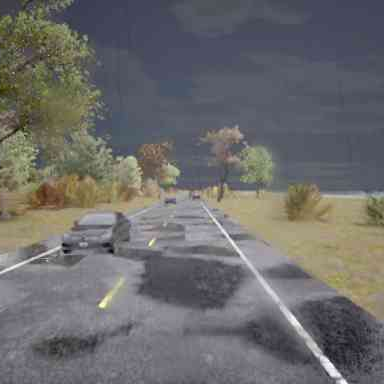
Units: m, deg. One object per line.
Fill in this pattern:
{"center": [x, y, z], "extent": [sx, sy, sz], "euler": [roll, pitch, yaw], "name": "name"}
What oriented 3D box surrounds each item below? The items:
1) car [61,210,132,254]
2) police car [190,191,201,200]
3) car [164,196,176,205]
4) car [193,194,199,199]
{"center": [-3.600, 1.477, 13.381], "extent": [1.812, 1.442, 4.674], "euler": [0, 0, 0], "name": "car"}
{"center": [1.048, 1.105, 80.649], "extent": [1.930, 1.638, 5.238], "euler": [0, 0, 0], "name": "police car"}
{"center": [-3.552, 1.336, 54.937], "extent": [2.033, 1.411, 5.357], "euler": [0, 0, 1], "name": "car"}
{"center": [1.058, 1.161, 90.534], "extent": [1.812, 1.442, 4.674], "euler": [0, 0, 0], "name": "car"}
